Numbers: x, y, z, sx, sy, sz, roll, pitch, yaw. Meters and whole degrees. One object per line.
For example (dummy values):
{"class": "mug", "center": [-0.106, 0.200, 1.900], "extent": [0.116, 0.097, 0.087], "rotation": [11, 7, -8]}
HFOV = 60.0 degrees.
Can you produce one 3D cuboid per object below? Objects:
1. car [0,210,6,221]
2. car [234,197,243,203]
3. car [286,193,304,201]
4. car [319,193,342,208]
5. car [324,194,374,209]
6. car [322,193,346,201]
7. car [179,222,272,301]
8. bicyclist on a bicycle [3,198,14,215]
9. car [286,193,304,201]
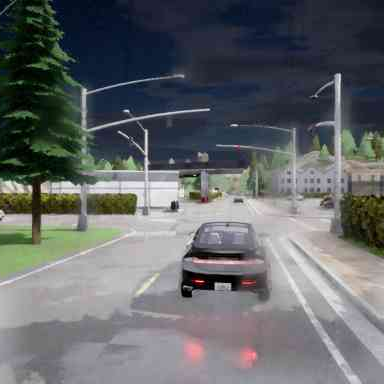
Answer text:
{"class": "car", "center": [-16.577, 1.526, 25.188], "extent": [4.674, 1.442, 1.812], "rotation": [0, 0, 8]}
{"class": "car", "center": [9.451, 1.601, 67.387], "extent": [1.895, 1.301, 4.718], "rotation": [0, 0, 8]}
{"class": "car", "center": [23.376, 1.361, 75.658], "extent": [3.806, 1.475, 1.970], "rotation": [0, 0, 8]}
{"class": "car", "center": [18.680, 1.330, 41.724], "extent": [5.027, 1.636, 2.152], "rotation": [0, 0, 8]}
{"class": "car", "center": [18.297, 1.340, 38.610], "extent": [4.514, 1.523, 2.007], "rotation": [0, 0, 8]}
{"class": "car", "center": [31.779, 1.097, 74.520], "extent": [4.605, 1.855, 1.932], "rotation": [0, 0, 8]}
{"class": "car", "center": [0.886, 1.492, 8.398], "extent": [2.128, 1.511, 4.902], "rotation": [0, 0, 8]}
{"class": "bicyclist on a bicycle", "center": [-17.956, 1.453, 32.524], "extent": [0.582, 1.620, 1.656], "rotation": [0, 0, 7]}
{"class": "car", "center": [24.442, 1.077, 78.866], "extent": [3.866, 1.878, 1.905], "rotation": [0, 0, 8]}
